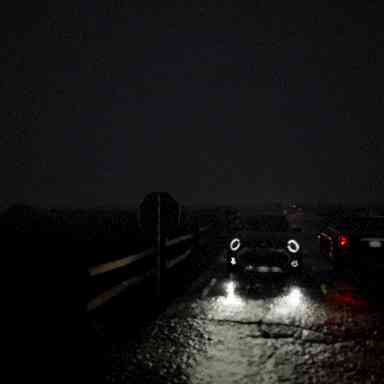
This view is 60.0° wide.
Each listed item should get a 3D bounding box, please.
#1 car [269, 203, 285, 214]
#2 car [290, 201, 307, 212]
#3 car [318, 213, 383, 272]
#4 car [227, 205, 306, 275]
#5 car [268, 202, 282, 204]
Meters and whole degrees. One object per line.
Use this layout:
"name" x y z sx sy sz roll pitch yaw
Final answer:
"car" 11.530 2.158 45.012 1.895 1.301 4.718 -1 -1 15
"car" 14.712 2.046 45.909 1.837 1.490 4.892 -1 0 15
"car" 5.541 1.473 11.154 2.097 1.767 4.553 -1 -1 14
"car" 2.465 1.494 11.047 2.097 1.767 4.553 -1 -1 15
"car" 7.494 1.722 30.044 2.097 1.767 4.553 -1 -1 15
